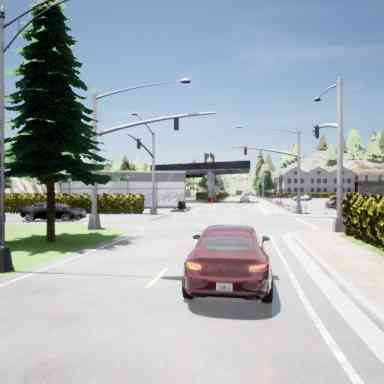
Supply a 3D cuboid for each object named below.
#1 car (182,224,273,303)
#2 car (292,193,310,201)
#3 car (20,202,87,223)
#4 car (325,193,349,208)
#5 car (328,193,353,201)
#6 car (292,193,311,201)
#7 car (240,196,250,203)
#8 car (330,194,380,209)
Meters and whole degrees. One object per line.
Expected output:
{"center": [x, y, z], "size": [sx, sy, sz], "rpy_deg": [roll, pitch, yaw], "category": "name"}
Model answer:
{"center": [0.932, 1.526, 8.188], "size": [1.812, 1.442, 4.674], "rpy_deg": [0, 0, 9], "category": "car"}
{"center": [24.846, 1.360, 75.825], "size": [3.806, 1.475, 1.970], "rpy_deg": [0, 0, 9], "category": "car"}
{"center": [-10.509, 1.492, 25.318], "size": [4.902, 1.511, 2.128], "rpy_deg": [0, 0, 9], "category": "car"}
{"center": [19.495, 1.330, 41.988], "size": [5.027, 1.636, 2.152], "rpy_deg": [0, 0, 9], "category": "car"}
{"center": [33.225, 1.097, 74.526], "size": [4.605, 1.855, 1.932], "rpy_deg": [0, 0, 9], "category": "car"}
{"center": [25.973, 1.076, 79.012], "size": [3.866, 1.878, 1.905], "rpy_deg": [0, 0, 9], "category": "car"}
{"center": [10.796, 1.525, 68.022], "size": [1.812, 1.442, 4.674], "rpy_deg": [0, 0, 10], "category": "car"}
{"center": [19.053, 1.339, 38.882], "size": [4.514, 1.523, 2.007], "rpy_deg": [0, 0, 9], "category": "car"}
